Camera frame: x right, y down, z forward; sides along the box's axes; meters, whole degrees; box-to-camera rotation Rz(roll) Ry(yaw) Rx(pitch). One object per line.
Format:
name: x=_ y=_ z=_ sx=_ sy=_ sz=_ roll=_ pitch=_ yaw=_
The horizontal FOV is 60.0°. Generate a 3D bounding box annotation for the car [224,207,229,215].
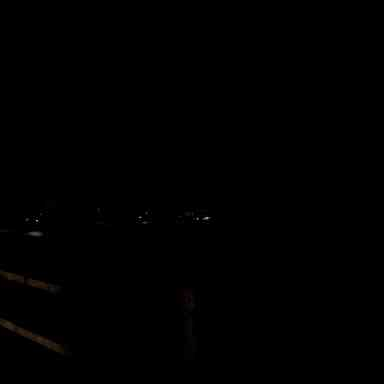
car: x=2.571 y=2.178 z=40.781 sx=2.033 sy=1.411 sz=5.357 roll=-1 pitch=-1 yaw=37

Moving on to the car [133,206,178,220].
car: x=-3.490 y=2.059 z=32.477 sx=1.895 sy=1.301 sz=4.718 roll=-1 pitch=-1 yaw=36

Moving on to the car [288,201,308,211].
car: x=18.329 y=2.342 z=57.454 sx=2.097 sy=1.767 sz=4.553 roll=-1 pitch=-1 yaw=37

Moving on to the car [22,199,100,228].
car: x=-9.393 y=1.511 z=24.369 sx=2.150 sy=2.045 sz=5.566 roll=-1 pitch=-1 yaw=36

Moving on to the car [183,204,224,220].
car: x=0.979 y=2.015 z=33.629 sx=1.812 sy=1.442 sz=4.674 roll=-1 pitch=-1 yaw=36
